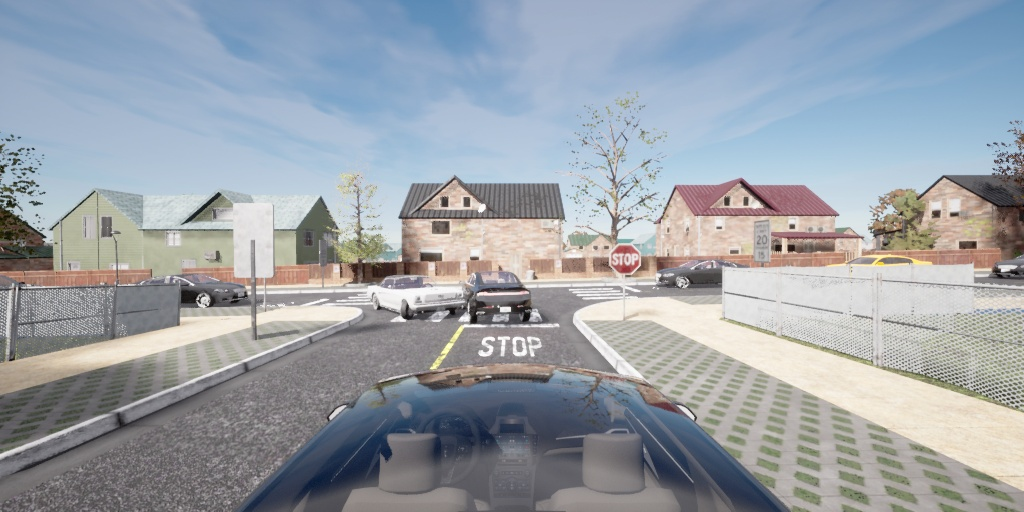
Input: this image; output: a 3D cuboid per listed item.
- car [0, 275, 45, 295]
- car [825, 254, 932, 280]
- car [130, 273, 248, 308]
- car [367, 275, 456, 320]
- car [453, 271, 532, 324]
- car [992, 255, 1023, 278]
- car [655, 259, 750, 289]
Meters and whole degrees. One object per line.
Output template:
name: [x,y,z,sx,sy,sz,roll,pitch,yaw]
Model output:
car: [-24.234,1.648,16.425,4.553,1.767,2.097,-1,1,0]
car: [19.768,0.690,19.538,5.008,1.535,1.882,-1,1,-1]
car: [-14.897,1.566,16.462,4.902,1.511,2.128,-1,1,0]
car: [-3.598,1.367,12.962,1.895,1.301,4.718,0,0,-38]
car: [-0.681,1.242,12.101,2.128,1.511,4.902,0,0,-12]
car: [29.392,0.477,19.571,4.902,1.511,2.128,-1,1,0]
car: [10.337,0.925,19.505,4.902,1.511,2.128,-1,1,0]
